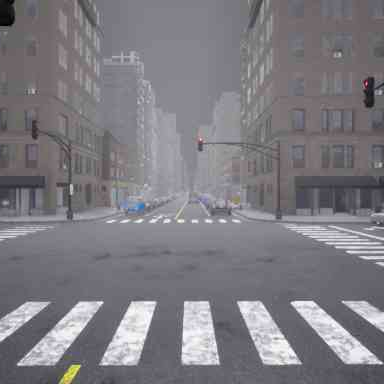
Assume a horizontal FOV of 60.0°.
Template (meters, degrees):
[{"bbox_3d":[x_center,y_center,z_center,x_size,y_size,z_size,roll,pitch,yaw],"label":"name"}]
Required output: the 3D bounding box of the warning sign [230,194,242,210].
[{"bbox_3d":[5.239,1.118,39.328,1.300,1.860,1.060,0,0,0],"label":"warning sign"}]

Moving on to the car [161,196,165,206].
[{"bbox_3d":[-5.639,1.585,50.385,1.802,1.307,4.206,0,0,0],"label":"car"}]

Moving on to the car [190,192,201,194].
[{"bbox_3d":[0.319,1.038,72.949,2.150,2.045,5.566,0,0,0],"label":"car"}]

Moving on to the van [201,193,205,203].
[{"bbox_3d":[2.911,1.343,56.021,1.690,1.788,3.998,0,0,0],"label":"van"}]

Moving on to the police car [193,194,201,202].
[{"bbox_3d":[1.144,1.421,79.442,1.930,1.638,5.238,0,0,-1],"label":"police car"}]

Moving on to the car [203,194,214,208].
[{"bbox_3d":[2.861,1.443,44.682,1.967,1.590,4.097,0,0,0],"label":"car"}]

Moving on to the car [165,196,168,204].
[{"bbox_3d":[-5.615,1.568,56.053,1.947,1.339,4.313,0,0,0],"label":"car"}]

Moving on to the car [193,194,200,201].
[{"bbox_3d":[1.179,1.447,89.537,1.801,1.575,5.366,0,0,0],"label":"car"}]

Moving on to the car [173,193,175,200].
[{"bbox_3d":[-5.515,1.521,78.556,1.752,1.417,4.829,0,0,0],"label":"car"}]

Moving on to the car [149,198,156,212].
[{"bbox_3d":[-5.690,1.442,39.048,1.967,1.590,4.097,0,0,0],"label":"car"}]

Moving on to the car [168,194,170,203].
[{"bbox_3d":[-5.590,1.527,61.551,1.752,1.417,4.829,0,0,0],"label":"car"}]

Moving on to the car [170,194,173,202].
[{"bbox_3d":[-5.564,1.566,67.389,1.947,1.339,4.313,0,0,0],"label":"car"}]

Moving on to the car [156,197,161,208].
[{"bbox_3d":[-5.664,1.568,44.716,1.947,1.339,4.313,0,0,0],"label":"car"}]

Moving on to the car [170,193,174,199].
[{"bbox_3d":[-5.539,1.543,73.057,1.887,1.381,4.507,0,0,0],"label":"car"}]

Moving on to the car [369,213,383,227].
[{"bbox_3d":[13.754,1.615,20.677,4.718,1.301,1.895,0,0,0],"label":"car"}]

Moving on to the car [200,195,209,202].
[{"bbox_3d":[3.012,1.436,78.698,1.967,1.590,4.097,0,0,0],"label":"car"}]

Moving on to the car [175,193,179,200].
[{"bbox_3d":[-5.464,1.306,90.062,2.192,1.841,5.009,0,0,0],"label":"car"}]

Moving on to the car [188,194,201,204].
[{"bbox_3d":[0.275,1.565,62.915,1.994,1.385,4.181,0,0,0],"label":"car"}]

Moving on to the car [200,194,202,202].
[{"bbox_3d":[2.937,1.526,61.860,1.752,1.417,4.829,0,0,0],"label":"car"}]

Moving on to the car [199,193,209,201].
[{"bbox_3d":[3.036,1.308,84.367,2.192,1.841,5.009,0,0,0],"label":"car"}]

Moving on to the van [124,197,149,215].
[{"bbox_3d":[-5.715,1.343,33.380,1.690,1.788,3.998,0,0,0],"label":"van"}]

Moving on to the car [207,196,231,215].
[{"bbox_3d":[2.811,1.442,33.344,1.967,1.590,4.097,0,0,0],"label":"car"}]

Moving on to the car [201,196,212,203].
[{"bbox_3d":[2.962,1.551,67.359,2.008,1.369,4.403,0,0,0],"label":"car"}]
